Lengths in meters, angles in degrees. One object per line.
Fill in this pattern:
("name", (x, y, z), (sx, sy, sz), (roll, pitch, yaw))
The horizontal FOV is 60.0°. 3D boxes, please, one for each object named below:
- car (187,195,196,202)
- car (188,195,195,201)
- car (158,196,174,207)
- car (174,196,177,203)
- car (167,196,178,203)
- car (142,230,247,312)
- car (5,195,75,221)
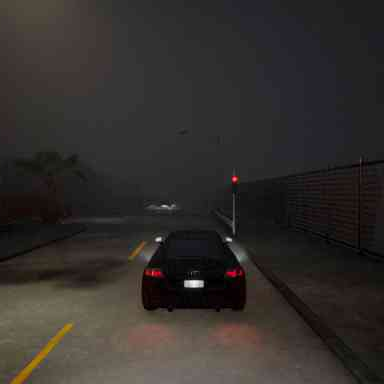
("car", (-0.192, 1.524, 75.515), (1.812, 1.442, 4.674), (0, 0, 0))
("car", (-0.220, 1.524, 85.755), (1.812, 1.442, 4.674), (0, 0, 0))
("car", (-4.224, 1.478, 51.816), (1.882, 1.535, 5.008), (0, 0, 0))
("car", (-4.220, 1.492, 61.082), (2.128, 1.511, 4.902), (0, 0, 0))
("car", (-4.182, 1.540, 71.390), (2.033, 1.411, 5.357), (0, 0, 0))
("car", (0.044, 1.564, 7.785), (1.994, 1.385, 4.181), (0, 0, 0))
("car", (-12.317, 1.221, 26.574), (5.566, 2.045, 2.150), (0, 0, 1))
